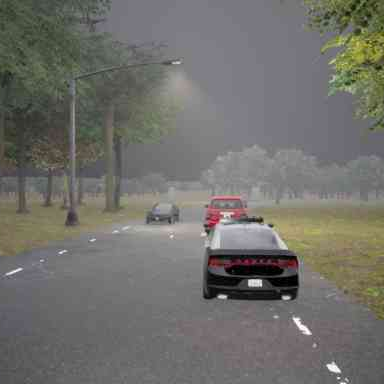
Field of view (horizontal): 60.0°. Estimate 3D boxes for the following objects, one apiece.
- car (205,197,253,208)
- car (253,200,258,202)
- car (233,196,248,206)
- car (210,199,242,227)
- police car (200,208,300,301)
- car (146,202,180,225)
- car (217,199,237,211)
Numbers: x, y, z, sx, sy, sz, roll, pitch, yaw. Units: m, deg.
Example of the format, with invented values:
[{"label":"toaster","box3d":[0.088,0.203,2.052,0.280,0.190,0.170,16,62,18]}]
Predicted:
[{"label":"car","box3d":[1.882,1.260,18.323,2.150,2.045,5.566,0,0,5]},{"label":"car","box3d":[17.323,1.995,93.741,1.882,1.535,5.008,0,-1,25]},{"label":"car","box3d":[9.135,1.620,62.172,2.097,1.767,4.553,0,0,17]},{"label":"car","box3d":[2.469,1.405,24.160,2.097,1.767,4.553,0,0,7]},{"label":"police car","box3d":[1.244,1.433,8.548,1.930,1.638,5.238,0,0,2]},{"label":"car","box3d":[-2.079,1.526,24.948,1.882,1.535,5.008,0,0,7]},{"label":"car","box3d":[4.824,1.686,44.892,2.033,1.411,5.357,0,0,13]}]
